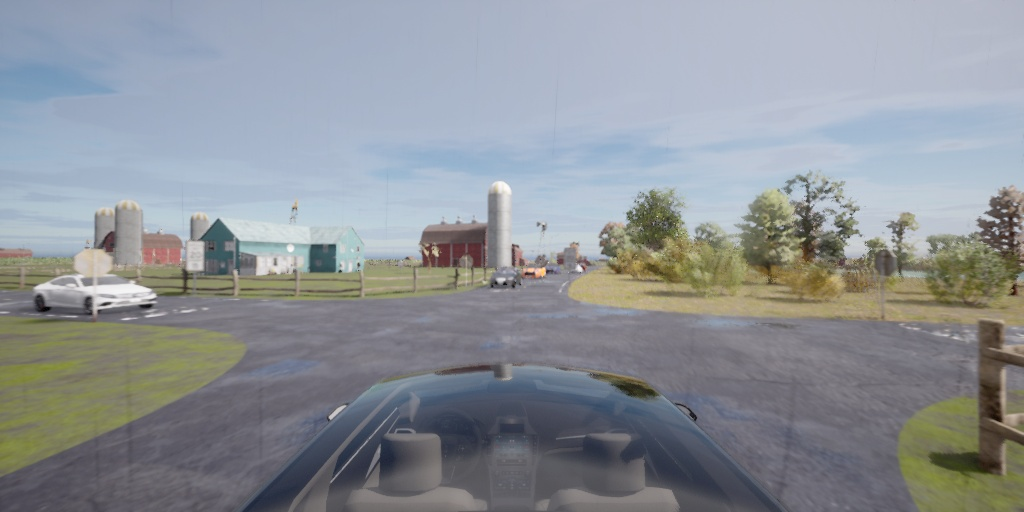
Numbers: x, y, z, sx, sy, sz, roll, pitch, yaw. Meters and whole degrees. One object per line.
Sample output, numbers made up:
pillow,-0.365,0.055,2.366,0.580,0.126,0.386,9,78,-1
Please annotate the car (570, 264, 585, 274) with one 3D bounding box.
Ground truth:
car,10.331,2.087,58.046,1.812,1.442,4.674,0,-1,15

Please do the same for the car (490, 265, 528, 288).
car,-0.360,1.585,27.260,2.128,1.511,4.902,0,-1,10

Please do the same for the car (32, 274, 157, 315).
car,-16.636,1.431,14.281,4.674,1.442,1.812,0,0,14

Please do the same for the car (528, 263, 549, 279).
car,2.451,1.628,40.005,2.097,1.767,4.553,0,-1,15

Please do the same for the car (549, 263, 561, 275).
car,5.898,1.814,52.617,2.097,1.767,4.553,0,-1,16
